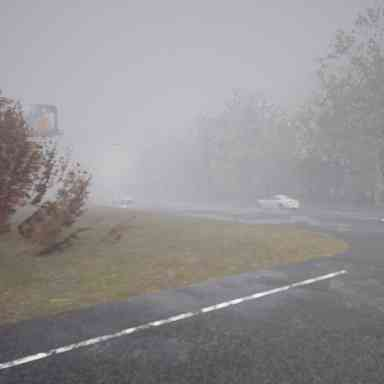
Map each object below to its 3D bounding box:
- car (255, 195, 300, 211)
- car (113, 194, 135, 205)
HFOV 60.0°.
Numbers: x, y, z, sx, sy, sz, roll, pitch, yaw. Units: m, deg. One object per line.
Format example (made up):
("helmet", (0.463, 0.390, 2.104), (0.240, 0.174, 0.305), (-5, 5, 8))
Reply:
("car", (8.271, 1.068, 32.408), (1.812, 1.442, 4.674), (-1, 1, -34))
("car", (-9.520, 1.016, 46.101), (1.812, 1.442, 4.674), (-1, 1, -34))
